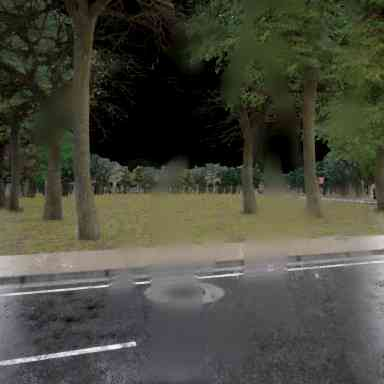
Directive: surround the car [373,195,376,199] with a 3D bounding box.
[{"bbox_3d":[44.754,1.295,79.771,1.895,1.301,4.718,0,0,4],"label":"car"}]
